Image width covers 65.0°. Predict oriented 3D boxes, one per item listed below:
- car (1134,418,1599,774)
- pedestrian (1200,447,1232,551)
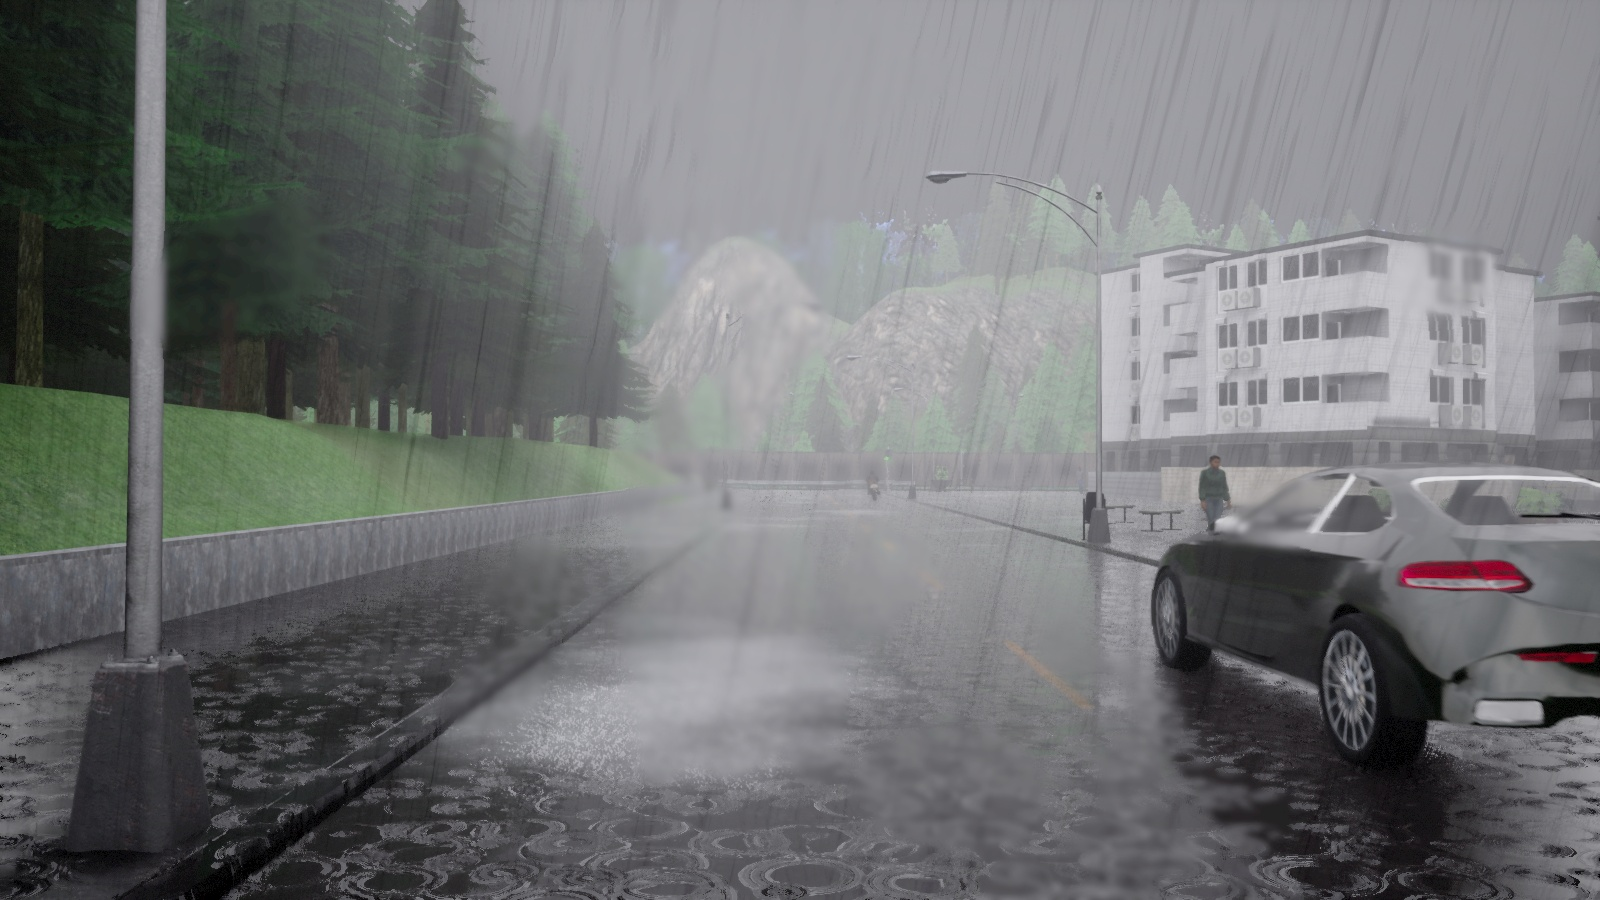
[{"bbox_3d":[3.980,0.717,8.358,2.152,1.651,5.027,0,-1,0],"label":"car"},{"bbox_3d":[7.452,0.872,22.520,0.353,1.847,0.614,0,-1,0],"label":"pedestrian"}]
